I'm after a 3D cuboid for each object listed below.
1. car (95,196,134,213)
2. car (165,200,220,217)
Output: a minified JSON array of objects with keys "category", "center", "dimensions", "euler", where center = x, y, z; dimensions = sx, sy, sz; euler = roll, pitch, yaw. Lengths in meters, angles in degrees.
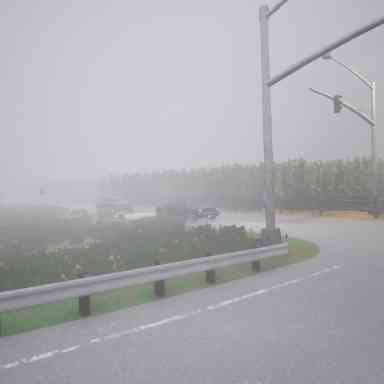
[{"category":"car","center":[-7.024,1.121,29.833],"dimensions":[1.837,1.490,4.892],"euler":[-3,2,-40]},{"category":"car","center":[-0.355,1.177,22.035],"dimensions":[1.895,1.301,4.718],"euler":[-3,2,-41]}]
